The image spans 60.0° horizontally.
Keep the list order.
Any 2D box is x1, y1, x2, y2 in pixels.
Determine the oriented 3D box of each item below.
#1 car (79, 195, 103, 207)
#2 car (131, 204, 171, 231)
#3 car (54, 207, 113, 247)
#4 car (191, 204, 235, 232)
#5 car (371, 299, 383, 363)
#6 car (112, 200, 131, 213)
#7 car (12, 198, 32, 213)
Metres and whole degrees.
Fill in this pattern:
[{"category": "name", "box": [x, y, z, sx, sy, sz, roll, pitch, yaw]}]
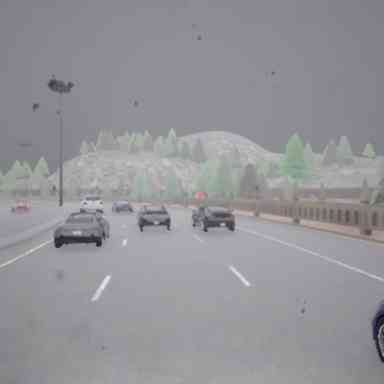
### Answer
[{"category": "car", "box": [-11.468, 1.377, 37.698, 2.150, 2.045, 5.566, 0, 0, -23]}, {"category": "car", "box": [-2.533, 1.541, 21.195, 2.128, 1.511, 4.902, 0, 0, -13]}, {"category": "car", "box": [-4.957, 1.613, 15.359, 1.994, 1.385, 4.181, 0, 0, -10]}, {"category": "car", "box": [1.194, 1.533, 20.498, 1.837, 1.490, 4.892, 0, 0, -12]}, {"category": "car", "box": [3.382, 1.515, 2.574, 1.812, 1.442, 4.674, 0, 0, -1]}, {"category": "car", "box": [-8.088, 1.659, 38.547, 1.812, 1.442, 4.674, 0, 0, -22]}, {"category": "car", "box": [-21.387, 1.600, 41.765, 2.097, 1.767, 4.553, 0, 0, -28]}]
